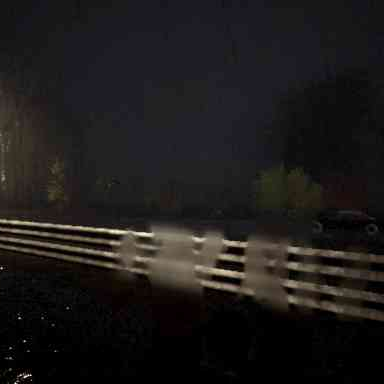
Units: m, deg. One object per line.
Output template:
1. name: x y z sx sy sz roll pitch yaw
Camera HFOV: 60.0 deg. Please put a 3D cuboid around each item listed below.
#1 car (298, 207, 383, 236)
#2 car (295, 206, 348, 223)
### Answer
1. car: 8.983 1.789 19.784 4.718 1.301 1.895 0 0 16
2. car: 9.645 1.702 23.238 4.674 1.442 1.812 0 0 16
